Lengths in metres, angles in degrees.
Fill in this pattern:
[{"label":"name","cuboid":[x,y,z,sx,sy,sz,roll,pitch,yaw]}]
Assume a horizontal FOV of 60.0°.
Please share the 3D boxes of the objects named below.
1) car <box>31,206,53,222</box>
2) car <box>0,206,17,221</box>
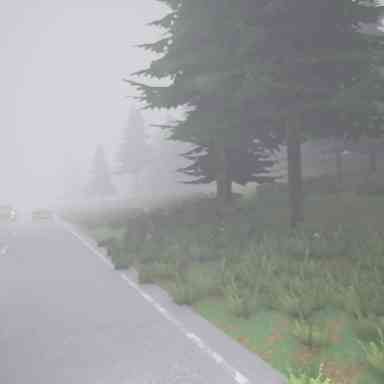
[{"label":"car","cuboid":[-15.579,2.215,34.538,1.882,1.535,5.008,-2,0,-25]},{"label":"car","cuboid":[-20.339,2.286,36.209,2.097,1.767,4.553,-2,0,-25]}]
